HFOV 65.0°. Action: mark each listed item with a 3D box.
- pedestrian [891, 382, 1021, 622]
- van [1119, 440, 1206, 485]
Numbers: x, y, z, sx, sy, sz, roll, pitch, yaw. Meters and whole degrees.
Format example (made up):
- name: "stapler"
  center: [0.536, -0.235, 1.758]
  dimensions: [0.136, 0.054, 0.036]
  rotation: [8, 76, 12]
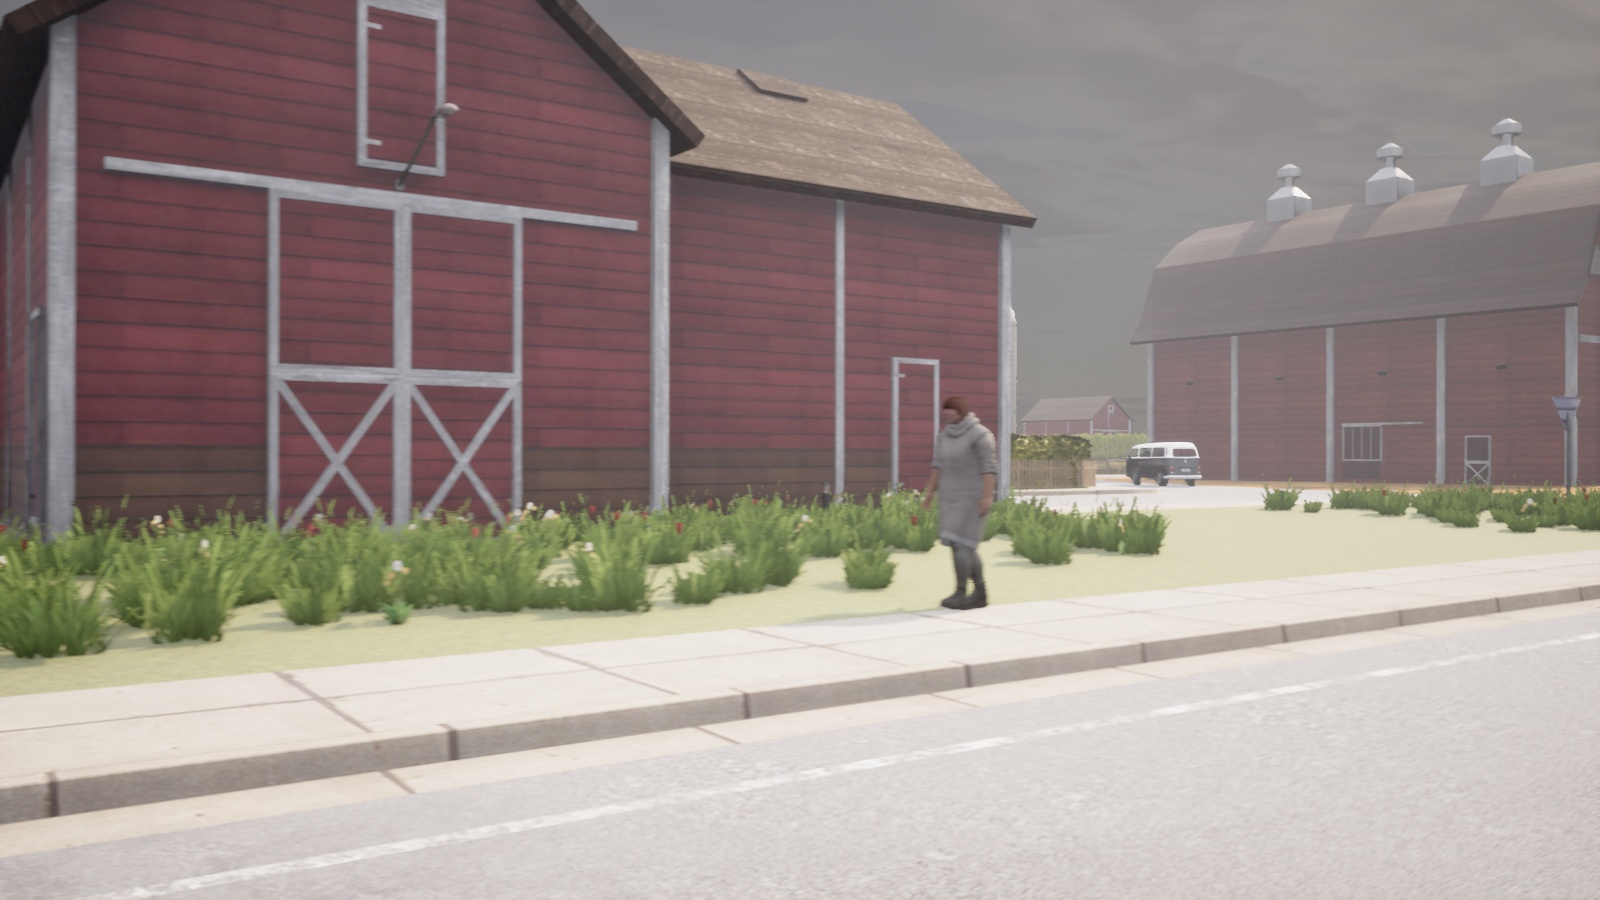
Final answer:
- name: "pedestrian"
  center: [1.328, 0.424, 10.718]
  dimensions: [0.873, 1.952, 0.659]
  rotation: [0, 0, -29]
- name: "van"
  center: [16.973, 0.592, 59.090]
  dimensions: [2.069, 2.038, 4.480]
  rotation: [0, 0, -12]
